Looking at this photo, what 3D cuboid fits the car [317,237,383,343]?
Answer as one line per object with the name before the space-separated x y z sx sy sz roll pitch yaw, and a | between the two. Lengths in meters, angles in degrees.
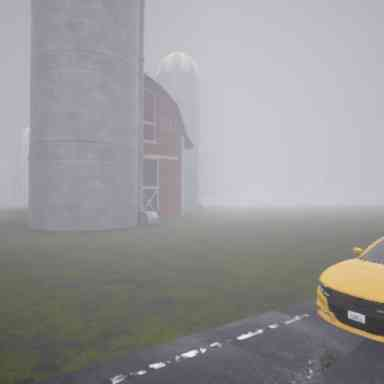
car | 4.356 1.499 6.175 5.008 1.535 1.882 0 0 -36
